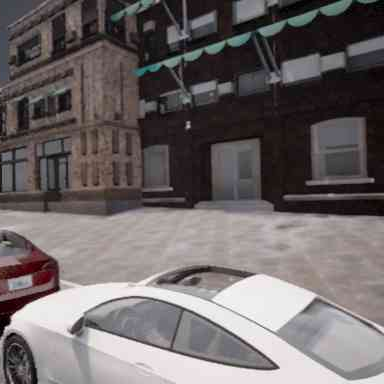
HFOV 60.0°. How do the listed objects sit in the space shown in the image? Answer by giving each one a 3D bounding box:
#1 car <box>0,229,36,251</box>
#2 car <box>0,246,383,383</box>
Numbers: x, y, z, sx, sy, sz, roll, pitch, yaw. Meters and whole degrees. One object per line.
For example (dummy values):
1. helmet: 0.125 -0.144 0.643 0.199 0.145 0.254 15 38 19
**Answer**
1. car: -4.610 1.477 6.637 4.792 1.488 2.163 0 0 36
2. car: -0.079 1.511 3.383 4.674 1.452 2.002 0 0 36
